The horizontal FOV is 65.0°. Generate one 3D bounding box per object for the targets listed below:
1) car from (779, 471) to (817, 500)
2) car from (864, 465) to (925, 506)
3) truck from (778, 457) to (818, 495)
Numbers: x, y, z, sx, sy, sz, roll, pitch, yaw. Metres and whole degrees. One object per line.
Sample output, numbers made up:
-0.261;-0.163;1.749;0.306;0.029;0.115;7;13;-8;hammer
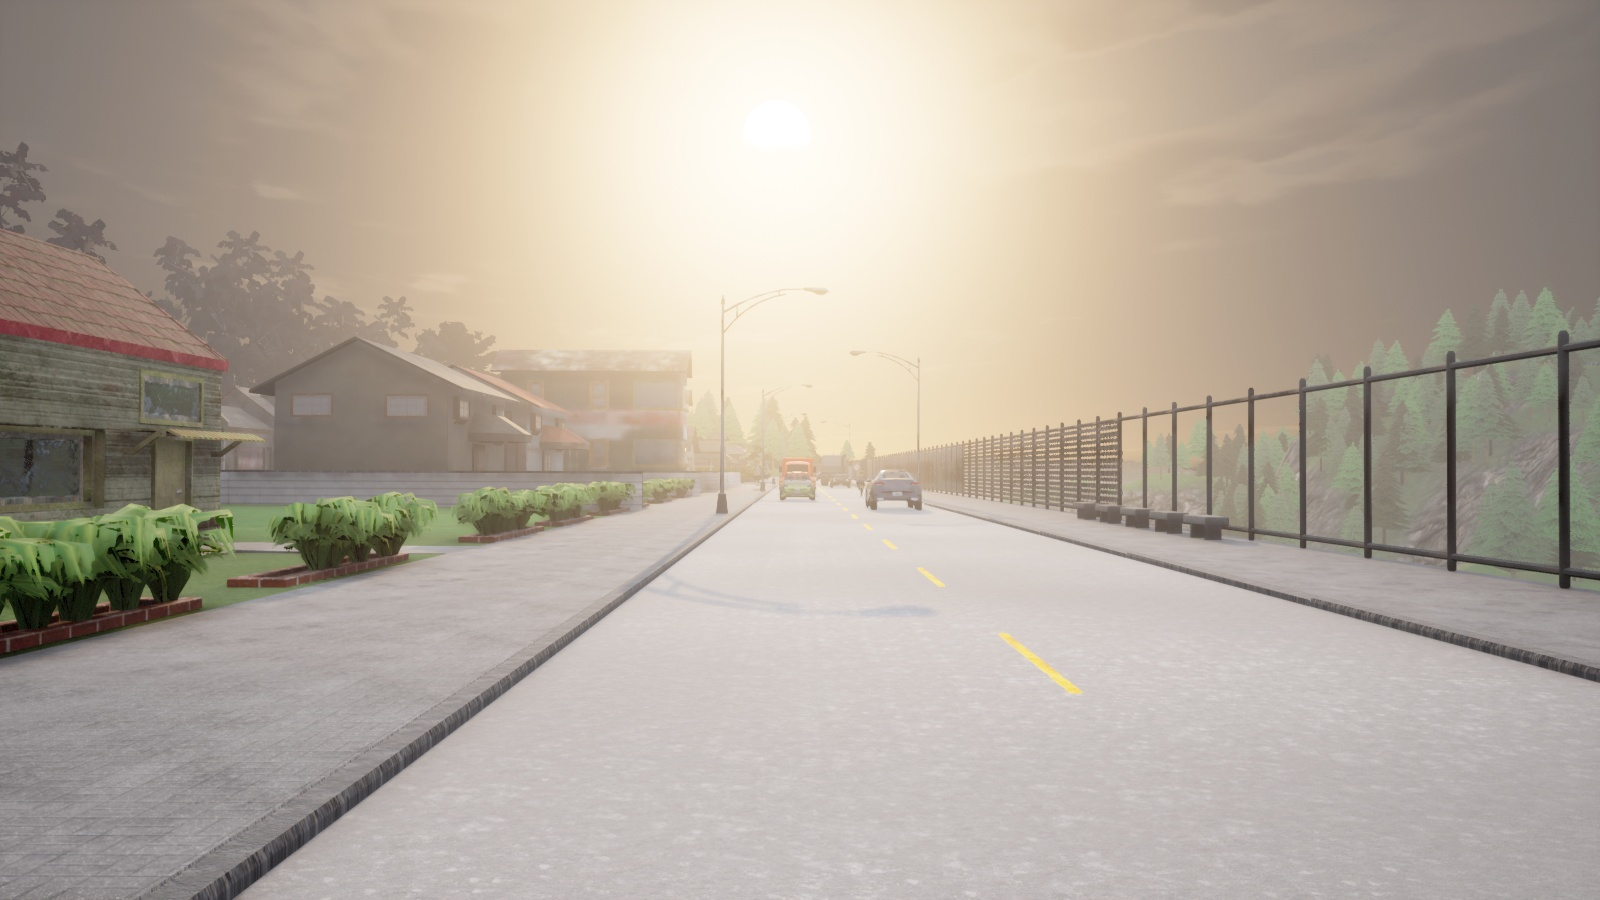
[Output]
-0.116;1.896;67.670;2.007;1.525;4.514;0;-1;0;car
3.912;1.463;52.865;2.152;1.651;5.027;0;-1;0;car
-0.150;1.758;85.339;2.627;2.467;5.204;0;-1;0;truck
